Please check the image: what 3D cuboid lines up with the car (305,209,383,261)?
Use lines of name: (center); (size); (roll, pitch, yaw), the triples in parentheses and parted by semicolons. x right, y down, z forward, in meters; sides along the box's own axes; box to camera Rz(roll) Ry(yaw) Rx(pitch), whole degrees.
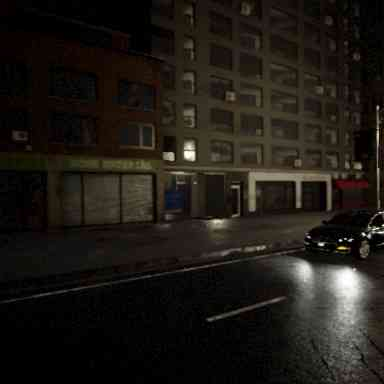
car: (6.094, 1.409, 12.017); (4.892, 1.490, 1.837); (0, 0, -35)
